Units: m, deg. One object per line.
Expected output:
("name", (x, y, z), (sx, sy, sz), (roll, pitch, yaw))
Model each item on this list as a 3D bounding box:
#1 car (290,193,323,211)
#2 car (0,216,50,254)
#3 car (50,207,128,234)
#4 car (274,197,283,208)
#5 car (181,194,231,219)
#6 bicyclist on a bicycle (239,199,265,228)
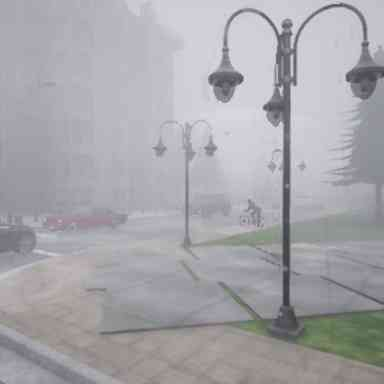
("car", (14.209, 1.176, 40.628), (2.150, 2.045, 5.566), (0, 0, 36))
("car", (-6.966, 1.457, 10.436), (2.128, 1.511, 4.902), (-1, 0, 9))
("car", (-6.047, 1.547, 19.143), (1.895, 1.301, 4.718), (0, 0, 36))
("car", (12.651, 1.437, 44.680), (2.128, 1.511, 4.902), (0, 0, 37))
("car", (1.385, 1.169, 29.334), (2.150, 2.045, 5.566), (0, 0, 36))
("bicyclist on a bicycle", (3.502, 1.265, 19.536), (1.656, 1.620, 0.582), (0, 0, 36))
